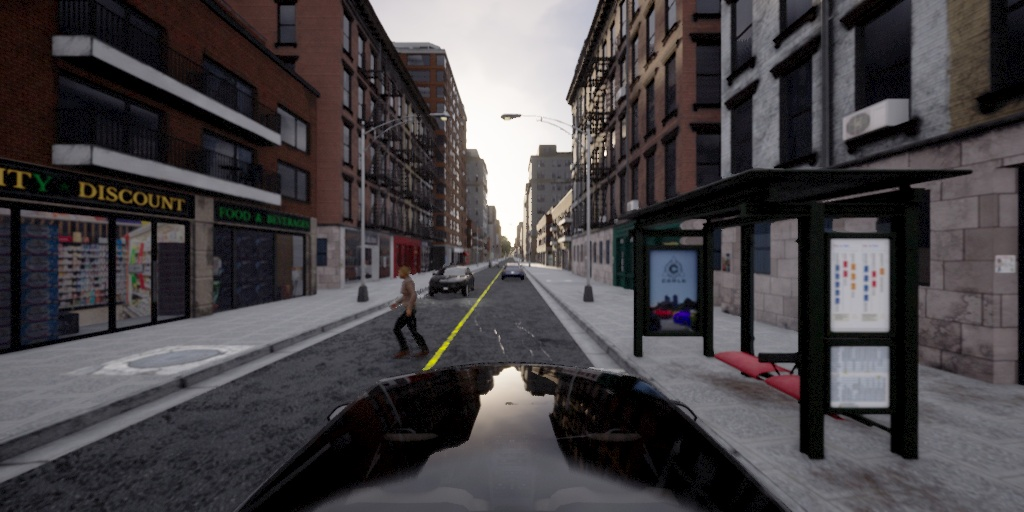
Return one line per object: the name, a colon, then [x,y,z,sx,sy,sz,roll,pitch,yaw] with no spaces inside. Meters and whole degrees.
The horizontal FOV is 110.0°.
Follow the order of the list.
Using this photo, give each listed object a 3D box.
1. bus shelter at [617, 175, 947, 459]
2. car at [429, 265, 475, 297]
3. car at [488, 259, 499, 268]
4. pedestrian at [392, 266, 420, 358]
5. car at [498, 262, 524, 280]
bus shelter: [3.134,0.631,5.334,1.920,2.740,3.880,0,0,0]
car: [-3.107,1.255,19.305,1.882,1.535,5.008,0,0,0]
car: [-3.085,1.325,61.715,2.128,1.511,4.902,0,0,0]
pedestrian: [-2.059,1.052,6.981,0.375,1.860,0.375,0,0,-10]
car: [0.082,1.359,32.523,1.994,1.385,4.181,0,0,1]
